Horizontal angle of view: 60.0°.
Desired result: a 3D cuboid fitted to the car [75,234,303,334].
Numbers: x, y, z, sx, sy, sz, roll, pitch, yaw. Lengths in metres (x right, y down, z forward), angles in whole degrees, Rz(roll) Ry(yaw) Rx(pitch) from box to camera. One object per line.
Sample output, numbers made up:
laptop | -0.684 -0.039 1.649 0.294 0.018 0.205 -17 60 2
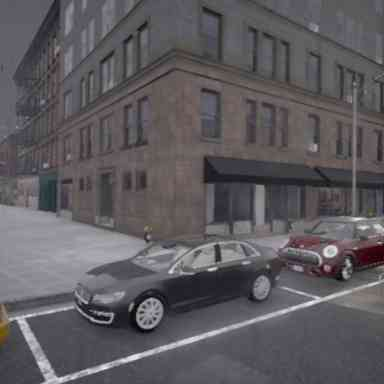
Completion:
car | -0.050 1.576 6.721 4.403 1.369 2.008 0 0 -35

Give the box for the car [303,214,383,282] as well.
car | 4.422 1.504 9.910 4.097 1.590 1.967 0 0 -35

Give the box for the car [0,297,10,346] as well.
car | -4.660 1.512 3.432 4.829 1.417 1.752 0 0 -35
